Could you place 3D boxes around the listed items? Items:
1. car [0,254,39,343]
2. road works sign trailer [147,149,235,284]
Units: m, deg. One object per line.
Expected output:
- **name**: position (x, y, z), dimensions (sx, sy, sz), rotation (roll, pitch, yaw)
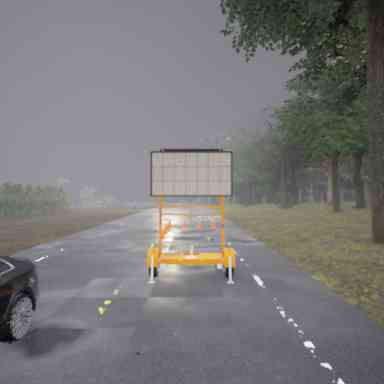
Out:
- **car**: position (-3.508, 1.518, 3.722), dimensions (2.128, 1.511, 4.902), rotation (0, 0, 0)
- **road works sign trailer**: position (-0.012, 0.537, 9.832), dimensions (2.380, 3.560, 2.880), rotation (0, 0, 1)
